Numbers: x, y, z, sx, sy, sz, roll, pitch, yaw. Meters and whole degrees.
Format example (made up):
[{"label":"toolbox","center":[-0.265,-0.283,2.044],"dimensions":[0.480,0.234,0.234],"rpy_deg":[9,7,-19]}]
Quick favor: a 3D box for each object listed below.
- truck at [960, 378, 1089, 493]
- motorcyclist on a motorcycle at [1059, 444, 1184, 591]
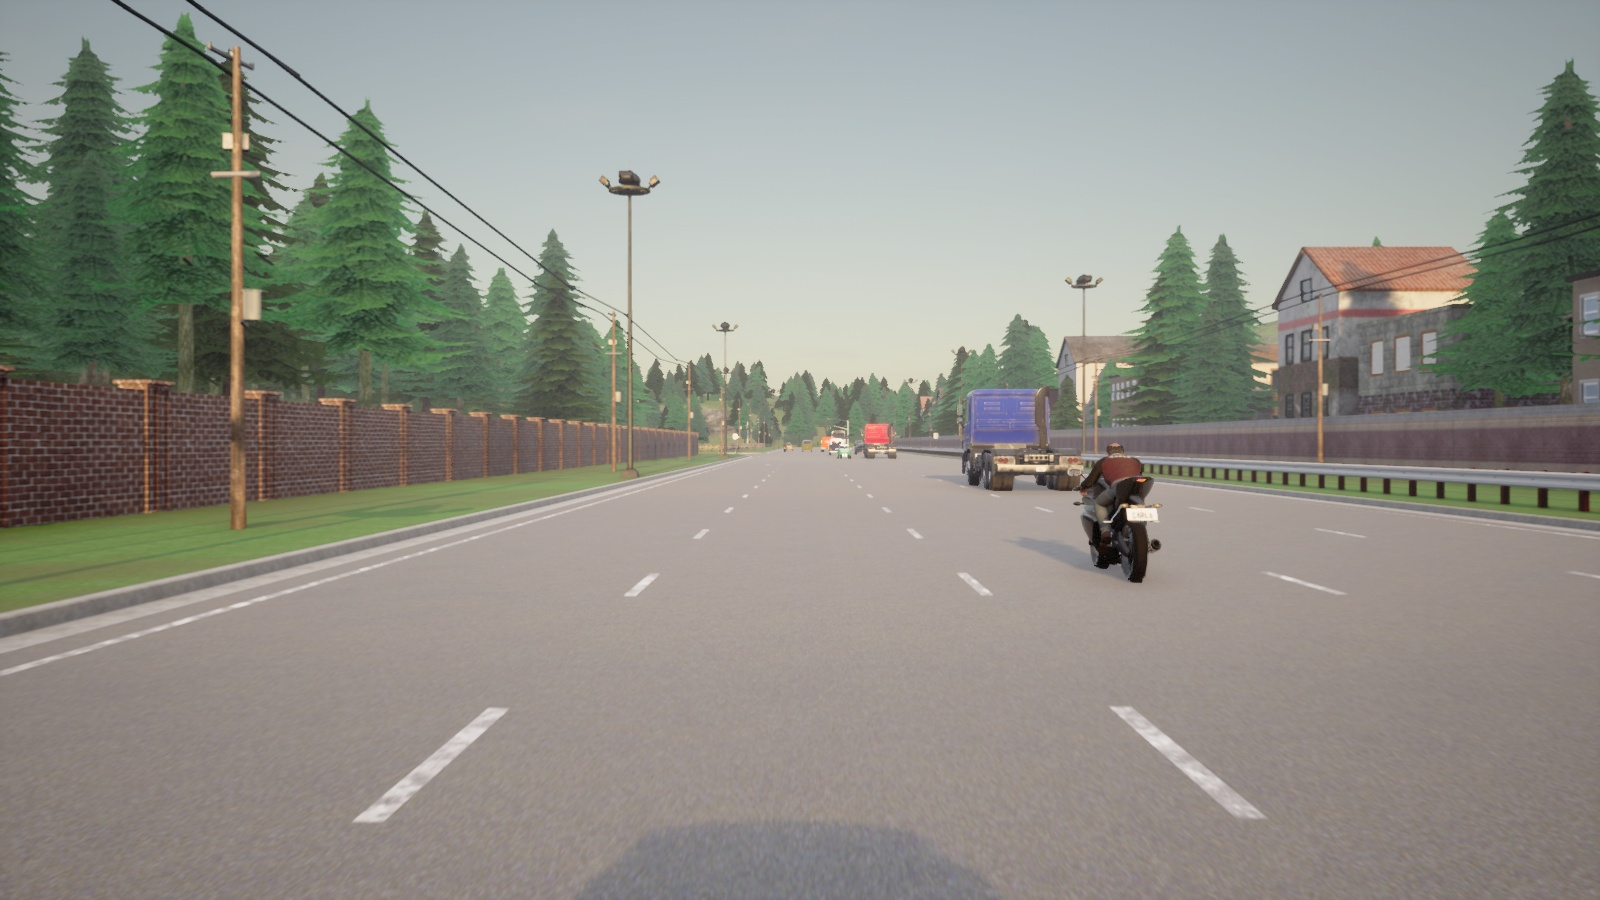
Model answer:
[{"label":"truck","center":[7.254,-0.464,41.680],"dimensions":[2.891,3.462,7.936],"rpy_deg":[0,0,0]},{"label":"motorcyclist on a motorcycle","center":[3.597,0.704,14.275],"dimensions":[0.866,1.530,2.191],"rpy_deg":[0,0,0]}]
